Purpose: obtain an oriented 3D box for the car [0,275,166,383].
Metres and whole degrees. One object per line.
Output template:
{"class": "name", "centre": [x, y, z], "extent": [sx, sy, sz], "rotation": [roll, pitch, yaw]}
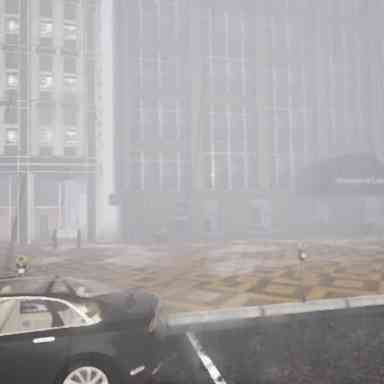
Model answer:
{"class": "car", "centre": [-2.535, 1.775, 4.019], "extent": [4.403, 1.369, 2.008], "rotation": [0, -3, -14]}
